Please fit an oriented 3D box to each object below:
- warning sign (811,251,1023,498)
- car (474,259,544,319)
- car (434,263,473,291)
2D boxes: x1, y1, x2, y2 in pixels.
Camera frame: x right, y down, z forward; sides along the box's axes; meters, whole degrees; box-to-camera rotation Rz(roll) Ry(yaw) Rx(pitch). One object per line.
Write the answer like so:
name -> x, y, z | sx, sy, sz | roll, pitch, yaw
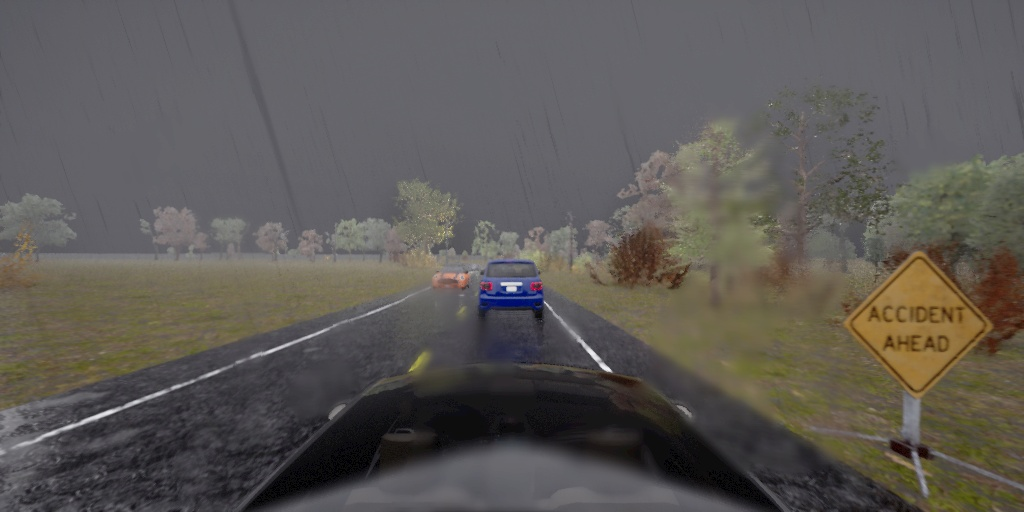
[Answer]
warning sign -> 3.550, 0.884, 3.194 | 1.300, 1.860, 1.060 | 0, 0, 0
car -> -0.056, 1.141, 13.731 | 2.150, 2.045, 5.566 | 0, -1, -1
car -> -4.102, 1.425, 25.147 | 2.097, 1.767, 4.553 | 0, -1, -2
